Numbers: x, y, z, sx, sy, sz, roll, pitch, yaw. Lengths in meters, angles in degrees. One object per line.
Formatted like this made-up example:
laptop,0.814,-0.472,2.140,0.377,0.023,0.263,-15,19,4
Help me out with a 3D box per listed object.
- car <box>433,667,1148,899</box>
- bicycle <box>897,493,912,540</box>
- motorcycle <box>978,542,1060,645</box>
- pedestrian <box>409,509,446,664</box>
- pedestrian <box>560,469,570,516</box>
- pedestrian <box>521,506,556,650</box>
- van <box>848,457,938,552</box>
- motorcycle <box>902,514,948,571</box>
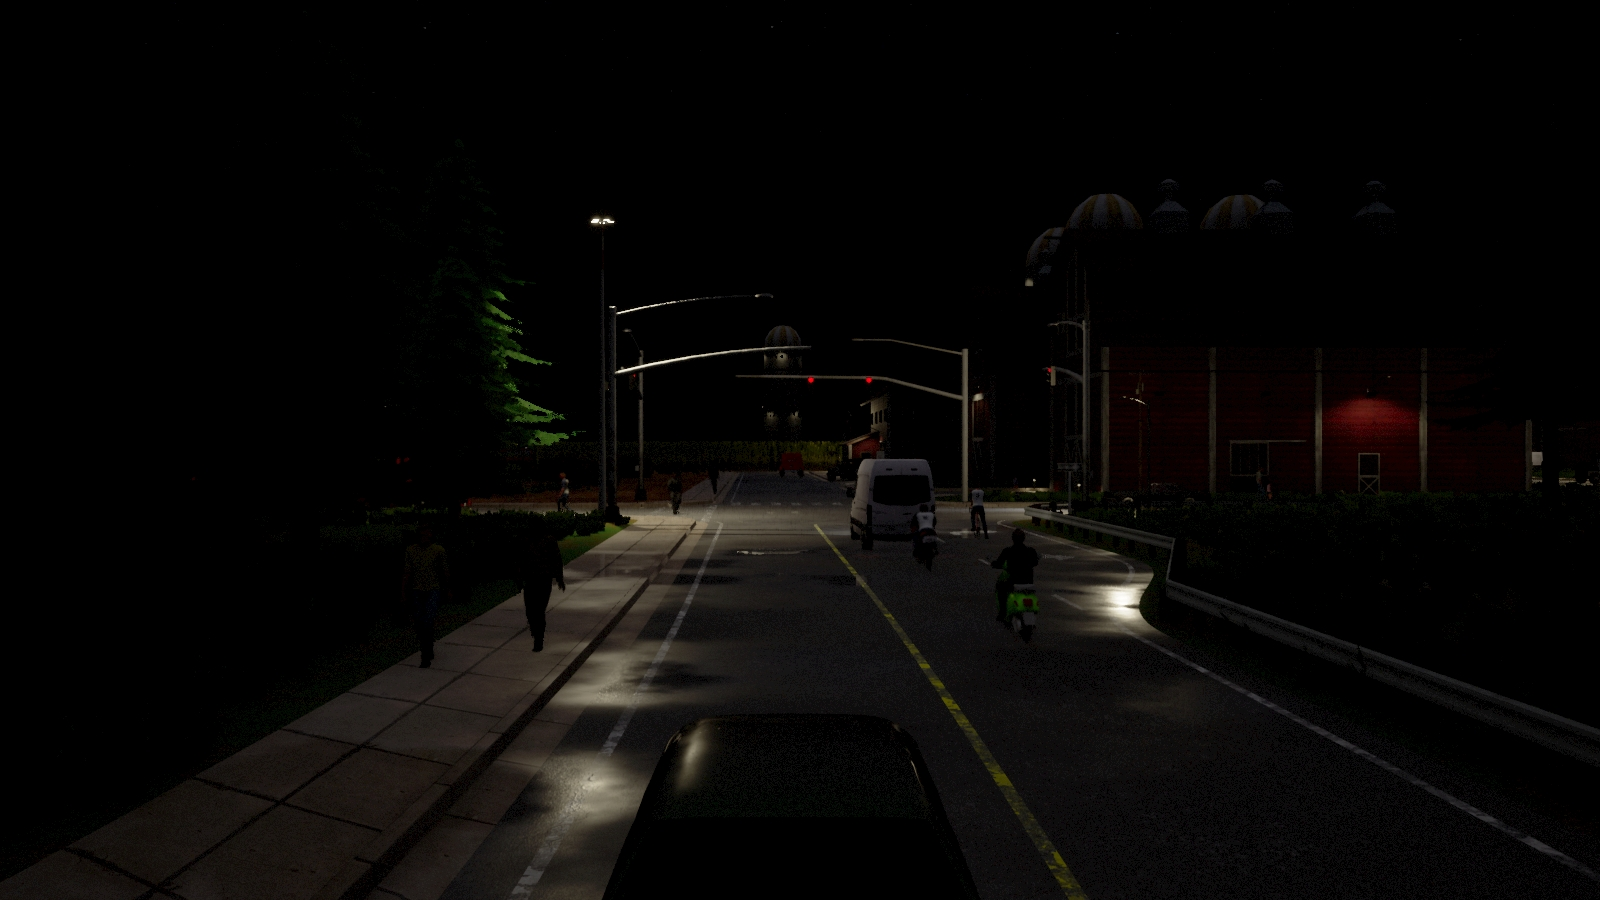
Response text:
car,-0.032,1.973,4.130,1.851,1.617,3.988,0,0,0
bicycle,3.290,2.079,36.037,0.373,1.396,1.643,0,0,3
motorcycle,3.268,2.115,17.208,0.856,1.316,1.805,0,0,-1
pedestrian,-4.582,1.670,14.060,0.375,1.860,0.375,0,0,-7
pedestrian,-9.364,1.696,45.605,0.375,1.860,0.375,0,0,-9
pedestrian,-3.438,1.669,15.027,0.375,1.860,0.375,0,0,1
van,2.659,1.508,34.092,1.988,2.561,5.915,0,0,-2
motorcycle,2.937,2.159,26.987,0.803,1.199,2.033,0,0,-2
